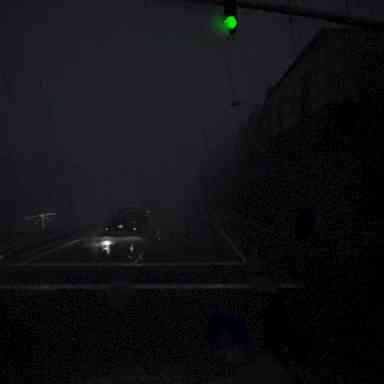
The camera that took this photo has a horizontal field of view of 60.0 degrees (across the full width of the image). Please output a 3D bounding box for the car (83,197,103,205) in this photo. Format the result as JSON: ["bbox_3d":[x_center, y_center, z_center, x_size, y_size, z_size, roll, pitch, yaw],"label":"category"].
[{"bbox_3d":[-22.403,2.071,75.705,4.611,1.667,2.242,0,0,-1],"label":"car"}]

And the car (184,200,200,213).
[{"bbox_3d":[-0.020,1.642,39.388,2.128,1.511,4.902,0,0,0],"label":"car"}]

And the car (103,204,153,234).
[{"bbox_3d":[-3.648,1.585,18.968,1.994,1.385,4.181,0,0,0],"label":"car"}]

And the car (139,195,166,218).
[{"bbox_3d":[-3.668,1.319,31.227,2.150,2.045,5.566,0,0,0],"label":"car"}]

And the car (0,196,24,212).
[{"bbox_3d":[-22.754,1.448,41.706,1.905,1.878,3.866,0,0,-1],"label":"car"}]
